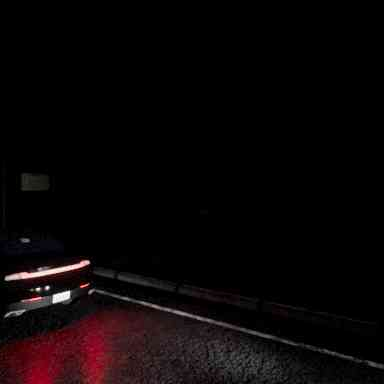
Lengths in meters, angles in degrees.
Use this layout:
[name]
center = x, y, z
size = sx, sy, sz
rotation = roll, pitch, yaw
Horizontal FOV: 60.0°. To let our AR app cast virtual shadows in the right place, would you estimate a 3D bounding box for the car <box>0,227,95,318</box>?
[car]
center = -4.056, 1.491, 6.864
size = 4.902, 1.511, 2.128
rotation = 0, 0, 37
